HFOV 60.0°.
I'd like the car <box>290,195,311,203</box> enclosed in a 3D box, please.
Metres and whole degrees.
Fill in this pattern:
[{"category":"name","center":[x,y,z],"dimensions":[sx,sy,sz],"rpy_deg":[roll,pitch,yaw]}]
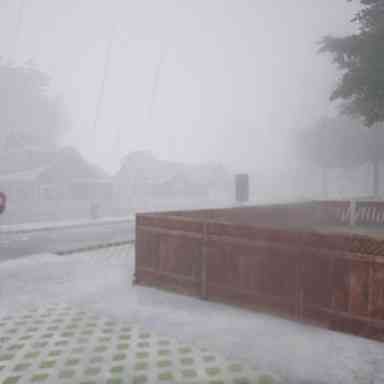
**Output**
[{"category":"car","center":[15.069,1.248,46.098],"dimensions":[1.837,1.490,4.892],"rpy_deg":[1,0,36]}]
